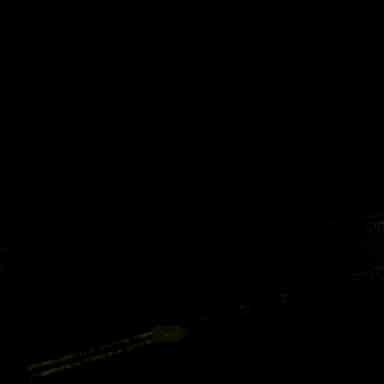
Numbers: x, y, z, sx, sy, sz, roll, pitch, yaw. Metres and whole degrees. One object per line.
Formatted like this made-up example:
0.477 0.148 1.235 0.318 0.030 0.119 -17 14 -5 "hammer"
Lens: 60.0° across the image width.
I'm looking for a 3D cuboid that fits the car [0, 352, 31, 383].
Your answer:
-3.253 1.491 1.120 5.008 1.535 1.882 -1 0 -35 "car"
